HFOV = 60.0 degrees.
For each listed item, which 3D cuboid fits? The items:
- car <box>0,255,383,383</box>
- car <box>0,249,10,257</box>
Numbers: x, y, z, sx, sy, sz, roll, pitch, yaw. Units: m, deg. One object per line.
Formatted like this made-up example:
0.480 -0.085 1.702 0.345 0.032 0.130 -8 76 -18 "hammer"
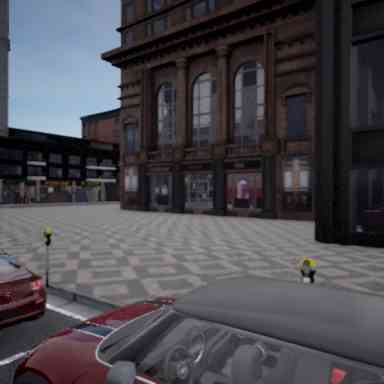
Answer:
0.359 1.435 2.589 4.097 1.590 1.967 0 0 35 "car"
-4.233 1.553 5.864 4.206 1.307 1.802 0 0 35 "car"
